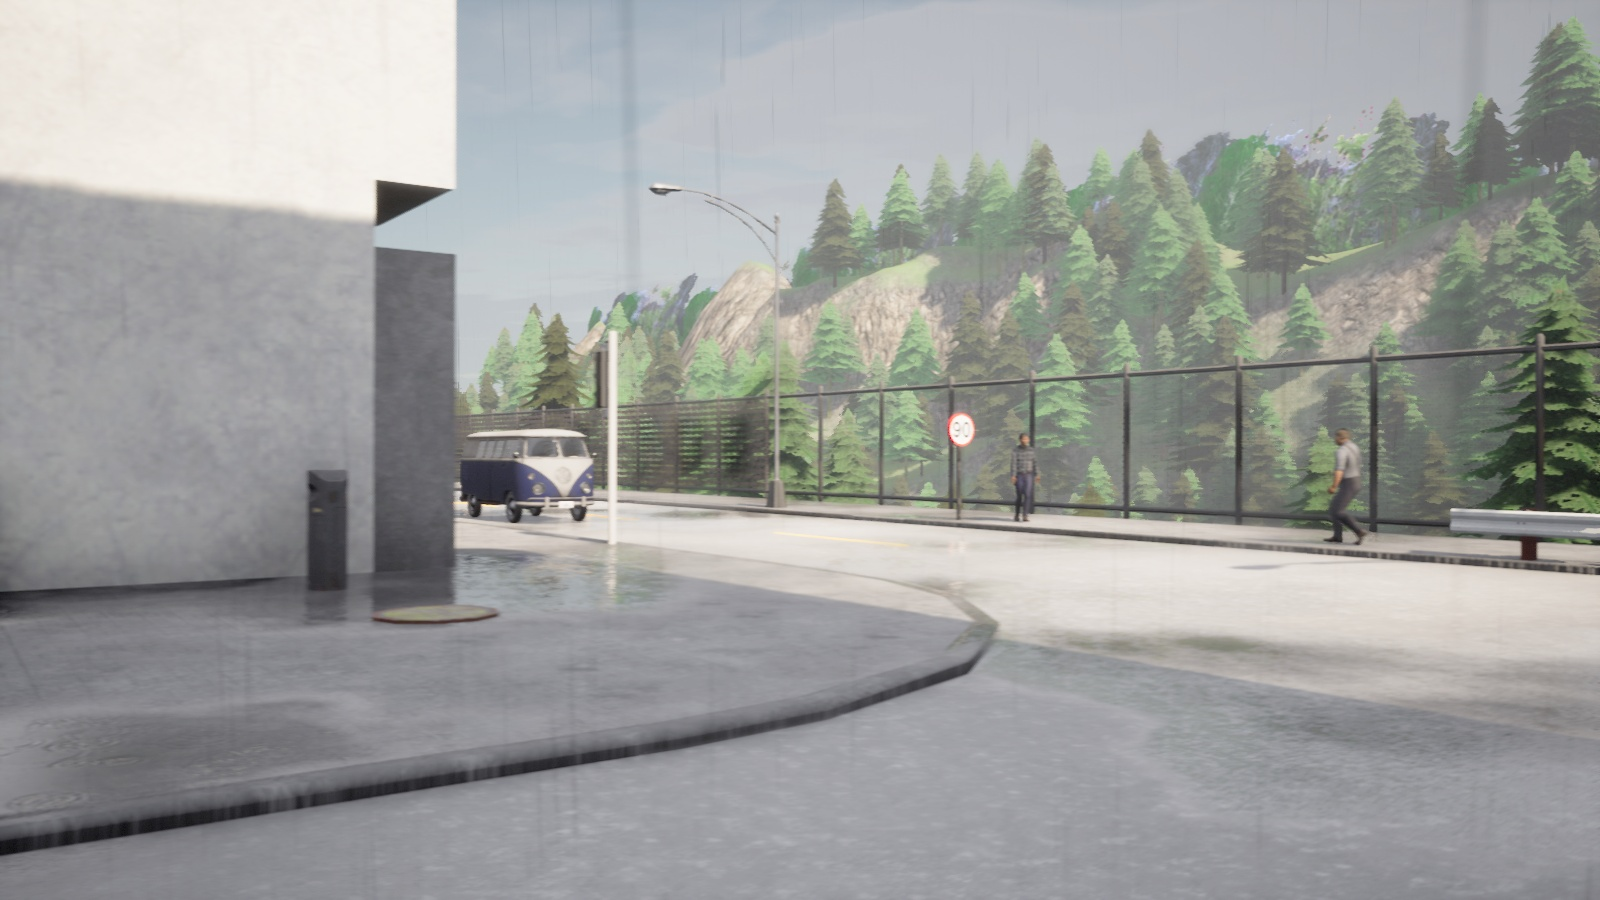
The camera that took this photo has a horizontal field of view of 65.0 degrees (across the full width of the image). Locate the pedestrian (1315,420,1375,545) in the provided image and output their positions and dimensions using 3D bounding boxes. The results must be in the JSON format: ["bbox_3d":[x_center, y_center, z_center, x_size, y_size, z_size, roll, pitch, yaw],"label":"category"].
[{"bbox_3d":[8.252,0.480,19.021,0.694,1.848,0.540,0,0,43],"label":"pedestrian"}]

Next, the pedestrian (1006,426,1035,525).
[{"bbox_3d":[4.398,0.500,25.089,0.423,1.949,0.788,0,0,-2],"label":"pedestrian"}]

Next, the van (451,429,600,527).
[{"bbox_3d":[-6.138,0.567,27.735,1.775,1.987,4.442,0,0,-33],"label":"van"}]
